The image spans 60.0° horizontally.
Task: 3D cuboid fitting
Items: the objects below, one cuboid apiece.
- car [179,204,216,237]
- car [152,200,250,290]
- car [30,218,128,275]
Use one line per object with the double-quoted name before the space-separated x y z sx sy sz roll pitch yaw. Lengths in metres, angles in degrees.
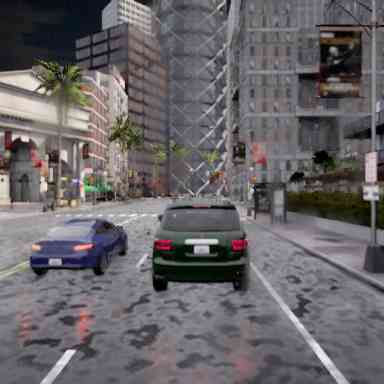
"car" 0.299 1.518 19.087 1.837 1.490 4.892 0 0 1
"car" 0.199 1.228 9.226 2.150 2.045 5.566 0 0 0
"car" -3.285 1.533 10.358 1.812 1.442 4.674 0 0 1
